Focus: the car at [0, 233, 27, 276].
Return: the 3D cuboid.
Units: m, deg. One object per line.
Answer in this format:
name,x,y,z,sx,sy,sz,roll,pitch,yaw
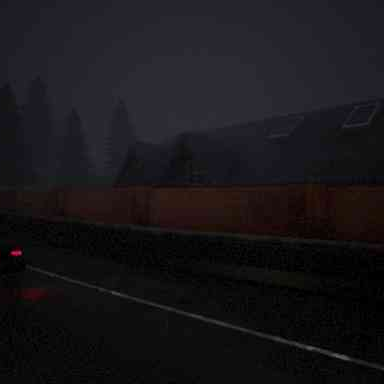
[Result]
car,-6.590,1.558,9.317,5.357,1.411,2.033,0,0,40
